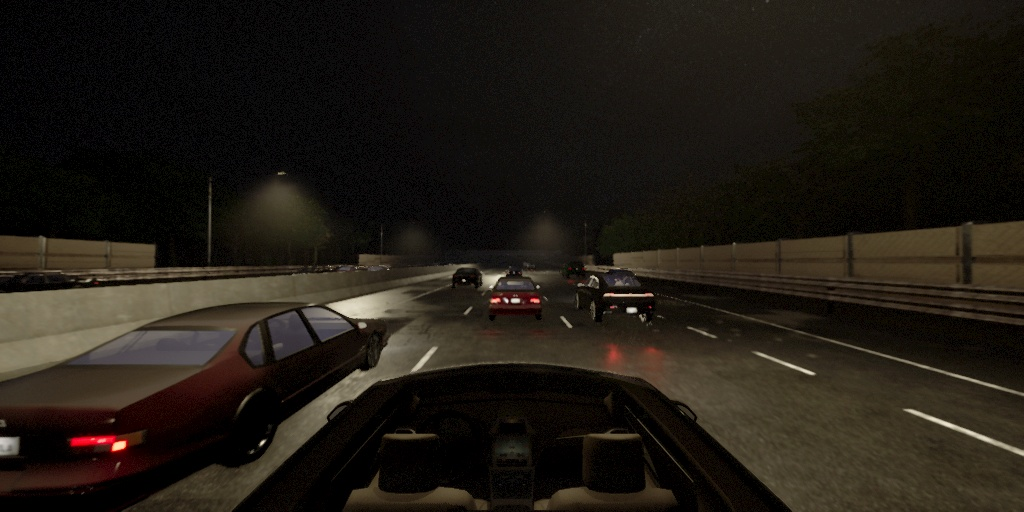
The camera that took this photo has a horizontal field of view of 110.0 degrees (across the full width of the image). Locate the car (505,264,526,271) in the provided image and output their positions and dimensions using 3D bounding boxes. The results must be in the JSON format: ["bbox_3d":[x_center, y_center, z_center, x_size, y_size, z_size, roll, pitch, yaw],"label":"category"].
[{"bbox_3d":[0.233,1.872,40.533,2.033,1.411,5.357,0,-1,0],"label":"car"}]

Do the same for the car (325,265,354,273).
[{"bbox_3d":[-17.474,1.844,37.978,1.994,1.385,4.181,0,-1,1],"label":"car"}]

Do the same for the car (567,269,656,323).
[{"bbox_3d":[3.506,1.399,12.895,2.128,1.511,4.902,0,-1,0],"label":"car"}]

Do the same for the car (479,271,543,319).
[{"bbox_3d":[0.109,1.463,13.558,2.033,1.411,5.357,0,-1,0],"label":"car"}]

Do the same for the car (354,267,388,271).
[{"bbox_3d":[-13.985,1.817,37.261,2.033,1.411,5.357,0,-1,0],"label":"car"}]

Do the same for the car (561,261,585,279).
[{"bbox_3d":[7.249,1.582,42.599,2.150,2.045,5.566,0,-1,0],"label":"car"}]

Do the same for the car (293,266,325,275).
[{"bbox_3d":[-20.974,1.781,37.785,1.837,1.490,4.892,0,-1,1],"label":"car"}]

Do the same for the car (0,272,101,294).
[{"bbox_3d":[-24.455,1.522,18.092,2.033,1.411,5.357,0,-1,-1],"label":"car"}]

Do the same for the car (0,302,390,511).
[{"bbox_3d":[-3.401,1.340,4.882,2.033,1.411,5.357,0,-1,0],"label":"car"}]

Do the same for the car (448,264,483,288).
[{"bbox_3d":[-3.345,1.600,27.499,1.882,1.535,5.008,0,-1,0],"label":"car"}]
